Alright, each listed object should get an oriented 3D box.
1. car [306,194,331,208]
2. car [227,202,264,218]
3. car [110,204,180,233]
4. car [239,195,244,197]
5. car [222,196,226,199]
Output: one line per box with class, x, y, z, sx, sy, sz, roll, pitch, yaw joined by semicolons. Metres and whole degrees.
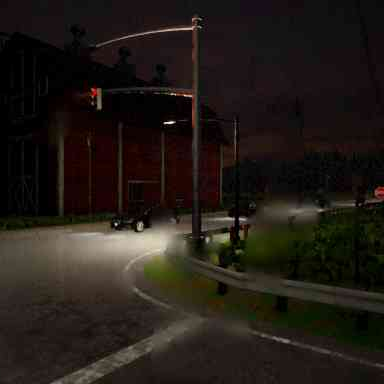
car;18.496;1.250;48.427;2.150;2.045;5.566;0;0;37
car;4.944;1.590;30.397;1.994;1.385;4.181;0;0;37
car;-2.704;1.531;20.137;1.837;1.490;4.892;0;0;37
car;12.940;1.547;89.158;1.784;1.438;3.905;0;0;36
car;6.341;1.532;78.050;1.816;1.474;4.193;0;0;36
